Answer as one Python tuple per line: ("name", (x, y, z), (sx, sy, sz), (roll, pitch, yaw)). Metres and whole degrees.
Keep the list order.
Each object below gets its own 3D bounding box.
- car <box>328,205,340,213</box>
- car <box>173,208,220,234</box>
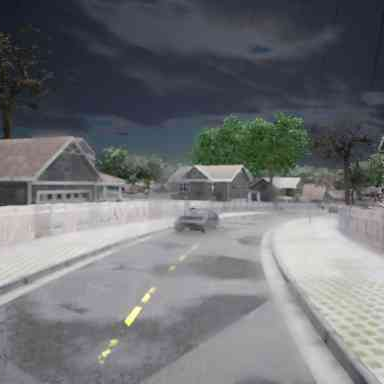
("car", (25.627, 3.056, 59.032), (2.128, 1.511, 4.902), (1, -1, 36))
("car", (0.471, 1.768, 21.260), (2.033, 1.411, 5.357), (1, -1, 17))
